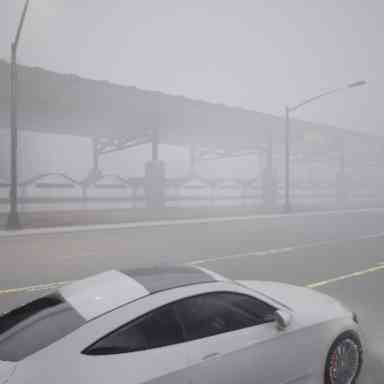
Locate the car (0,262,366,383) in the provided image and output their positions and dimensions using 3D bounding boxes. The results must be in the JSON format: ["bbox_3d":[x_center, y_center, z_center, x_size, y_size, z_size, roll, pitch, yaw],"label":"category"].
[{"bbox_3d":[-0.095,1.524,3.560,4.674,1.442,1.812,0,0,-34],"label":"car"}]
